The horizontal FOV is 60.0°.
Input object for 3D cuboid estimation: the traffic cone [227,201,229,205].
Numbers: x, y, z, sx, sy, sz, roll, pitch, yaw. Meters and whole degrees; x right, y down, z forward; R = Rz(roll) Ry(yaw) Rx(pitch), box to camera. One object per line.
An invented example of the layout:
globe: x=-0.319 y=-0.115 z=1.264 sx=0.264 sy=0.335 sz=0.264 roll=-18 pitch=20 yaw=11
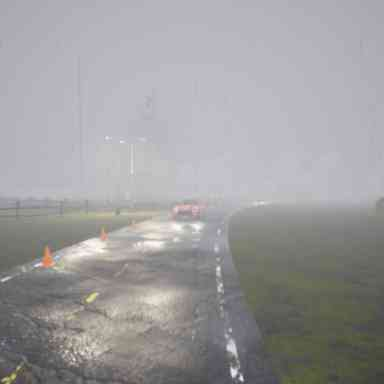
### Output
traffic cone: x=6.350 y=1.970 z=59.662 sx=0.340 sy=0.580 sz=0.340 roll=0 pitch=0 yaw=21

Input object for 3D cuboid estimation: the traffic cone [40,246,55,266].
traffic cone: x=-4.455 y=1.958 z=10.252 sx=0.340 sy=0.580 sz=0.340 roll=0 pitch=0 yaw=3

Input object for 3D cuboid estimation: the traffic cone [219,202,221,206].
traffic cone: x=4.566 y=1.958 z=54.907 sx=0.340 sy=0.580 sz=0.340 roll=0 pitch=0 yaw=20

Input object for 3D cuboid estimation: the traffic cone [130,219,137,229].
traffic cone: x=-3.566 y=1.946 z=20.369 sx=0.340 sy=0.580 sz=0.340 roll=0 pitch=0 yaw=7

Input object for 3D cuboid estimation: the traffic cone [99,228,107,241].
traffic cone: x=-4.092 y=1.952 z=15.318 sx=0.340 sy=0.580 sz=0.340 roll=0 pitch=0 yaw=5

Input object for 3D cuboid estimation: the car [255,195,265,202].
car: x=15.583 y=1.551 z=76.113 sx=1.837 sy=1.490 sz=4.892 roll=0 pitch=-1 yaw=20

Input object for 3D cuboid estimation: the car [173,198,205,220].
car: x=-0.172 y=1.323 z=27.474 sx=2.097 sy=1.767 sz=4.553 roll=0 pitch=0 yaw=10
